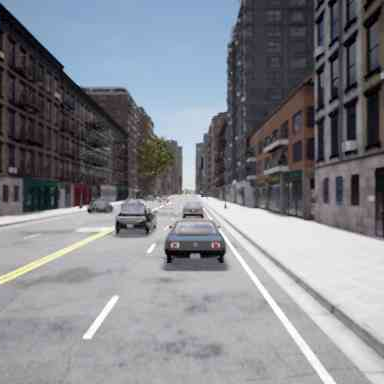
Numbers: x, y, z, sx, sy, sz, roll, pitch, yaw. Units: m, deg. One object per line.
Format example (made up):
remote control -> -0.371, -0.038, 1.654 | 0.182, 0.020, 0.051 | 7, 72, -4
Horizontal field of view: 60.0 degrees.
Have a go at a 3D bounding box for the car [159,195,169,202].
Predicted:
car -> -6.499, 1.394, 77.060 | 2.097, 1.767, 4.553 | 0, 0, 0

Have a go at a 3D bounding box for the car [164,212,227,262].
car -> 0.101, 1.609, 12.056 | 1.895, 1.301, 4.718 | 0, 0, 0

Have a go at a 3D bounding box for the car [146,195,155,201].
car -> -9.749, 1.394, 77.060 | 2.097, 1.767, 4.553 | 0, 0, 0

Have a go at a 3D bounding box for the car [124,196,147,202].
car -> -6.593, 1.528, 36.484 | 2.128, 1.511, 4.902 | 0, 0, 0

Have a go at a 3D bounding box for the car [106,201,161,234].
car -> -3.149, 1.506, 19.322 | 2.128, 1.511, 4.902 | 0, 0, 0

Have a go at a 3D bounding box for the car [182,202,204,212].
car -> 0.104, 1.574, 29.533 | 2.033, 1.411, 5.357 | 0, 0, 0

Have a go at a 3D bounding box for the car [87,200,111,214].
car -> -9.842, 1.599, 35.897 | 1.994, 1.385, 4.181 | 0, 0, 0
